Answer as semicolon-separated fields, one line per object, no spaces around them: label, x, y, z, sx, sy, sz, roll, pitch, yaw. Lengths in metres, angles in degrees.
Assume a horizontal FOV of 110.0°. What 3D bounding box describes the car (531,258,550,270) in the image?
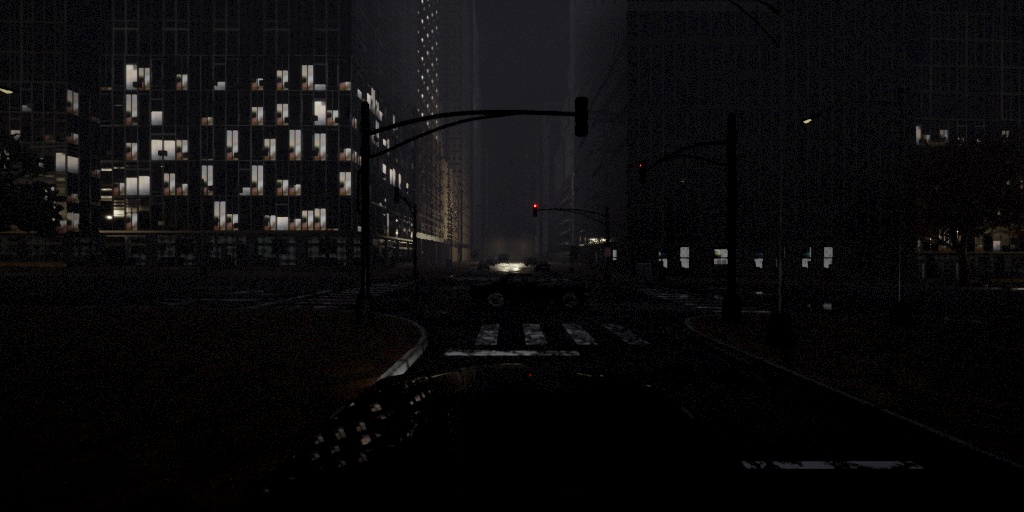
car;3.878;1.329;46.557;1.948;1.339;4.313;0;0;0

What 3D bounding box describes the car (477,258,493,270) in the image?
car;-4.081;1.342;52.040;1.802;1.307;4.207;0;0;0

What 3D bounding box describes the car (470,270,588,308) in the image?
car;0.677;1.386;14.835;4.718;1.301;1.895;1;0;-3
